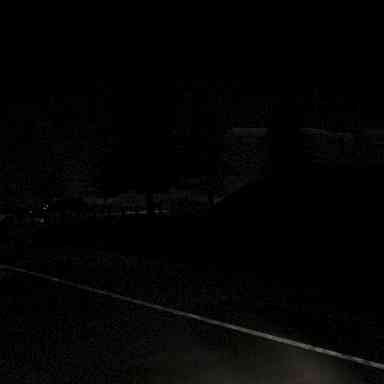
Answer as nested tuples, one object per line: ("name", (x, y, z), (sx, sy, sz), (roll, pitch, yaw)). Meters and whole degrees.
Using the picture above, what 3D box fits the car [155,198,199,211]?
("car", (-1.381, 1.410, 39.177), (4.902, 1.511, 2.128), (0, 0, -39))

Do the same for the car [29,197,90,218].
("car", (-11.435, 1.260, 29.394), (2.097, 1.767, 4.553), (0, 0, 41))
